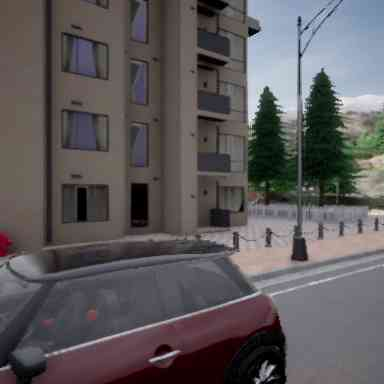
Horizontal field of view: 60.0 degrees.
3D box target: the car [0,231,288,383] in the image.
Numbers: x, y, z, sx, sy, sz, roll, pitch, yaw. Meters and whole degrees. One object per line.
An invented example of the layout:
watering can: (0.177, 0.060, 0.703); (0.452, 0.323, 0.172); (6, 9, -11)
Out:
car: (-1.226, 1.353, 3.107); (4.553, 1.767, 2.097); (0, 0, -36)
